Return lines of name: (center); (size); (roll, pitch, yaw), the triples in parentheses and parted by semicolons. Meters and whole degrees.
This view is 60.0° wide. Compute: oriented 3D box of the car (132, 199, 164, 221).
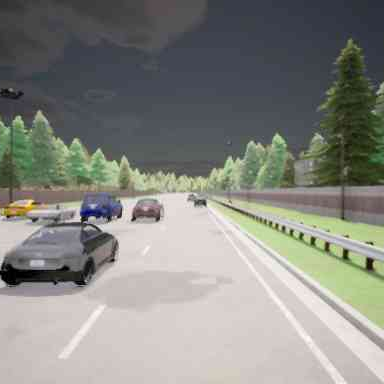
car: (-3.414, 1.297, 26.534); (2.097, 1.767, 4.553); (0, 0, 0)

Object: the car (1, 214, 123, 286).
car: (-3.422, 1.544, 9.392); (1.994, 1.385, 4.181); (0, 0, 0)

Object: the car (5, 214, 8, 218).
car: (-6.929, 1.508, 8.398); (1.812, 1.442, 4.674); (0, 0, 0)

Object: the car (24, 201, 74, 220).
car: (-10.416, 1.548, 25.151); (1.895, 1.301, 4.718); (0, 0, 0)

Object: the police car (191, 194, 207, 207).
police car: (1.231, 1.322, 49.601); (1.930, 1.638, 5.238); (0, 0, 0)

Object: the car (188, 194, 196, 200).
car: (0.012, 1.237, 84.117); (1.837, 1.490, 4.892); (0, 0, 0)

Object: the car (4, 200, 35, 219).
car: (-13.908, 1.418, 28.383); (1.882, 1.535, 5.008); (0, 0, 0)

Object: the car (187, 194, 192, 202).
car: (0.009, 1.338, 69.140); (1.994, 1.385, 4.181); (0, 0, 0)

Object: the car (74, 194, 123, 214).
car: (-6.913, 1.166, 25.907); (2.150, 2.045, 5.566); (0, 0, 0)
